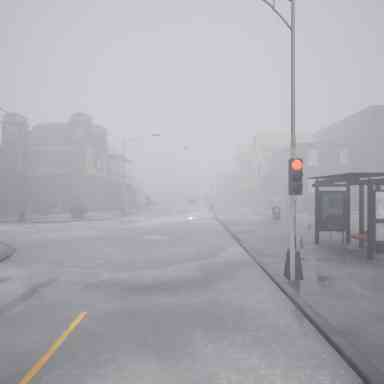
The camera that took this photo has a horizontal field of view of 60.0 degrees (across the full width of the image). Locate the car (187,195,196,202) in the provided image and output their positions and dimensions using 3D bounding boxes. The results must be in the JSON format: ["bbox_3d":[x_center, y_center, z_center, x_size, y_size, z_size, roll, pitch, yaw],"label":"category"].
[{"bbox_3d":[-0.117,1.500,77.293,1.837,1.490,4.892,0,0,0],"label":"car"}]

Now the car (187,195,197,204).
[{"bbox_3d":[0.022,1.547,62.757,2.033,1.411,5.357,0,0,-1],"label":"car"}]
